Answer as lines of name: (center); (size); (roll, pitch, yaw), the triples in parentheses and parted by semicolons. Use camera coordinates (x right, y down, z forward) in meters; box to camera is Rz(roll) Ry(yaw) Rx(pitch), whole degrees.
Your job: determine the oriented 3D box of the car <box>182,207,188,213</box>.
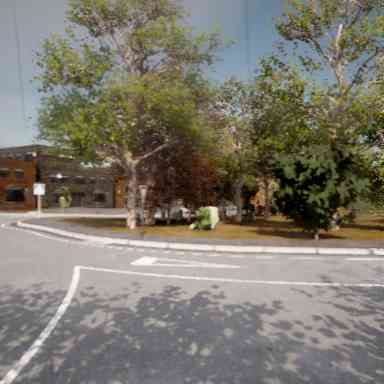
car: (-1.421, 4.960, 93.413); (2.435, 2.045, 5.566); (0, -2, 23)
